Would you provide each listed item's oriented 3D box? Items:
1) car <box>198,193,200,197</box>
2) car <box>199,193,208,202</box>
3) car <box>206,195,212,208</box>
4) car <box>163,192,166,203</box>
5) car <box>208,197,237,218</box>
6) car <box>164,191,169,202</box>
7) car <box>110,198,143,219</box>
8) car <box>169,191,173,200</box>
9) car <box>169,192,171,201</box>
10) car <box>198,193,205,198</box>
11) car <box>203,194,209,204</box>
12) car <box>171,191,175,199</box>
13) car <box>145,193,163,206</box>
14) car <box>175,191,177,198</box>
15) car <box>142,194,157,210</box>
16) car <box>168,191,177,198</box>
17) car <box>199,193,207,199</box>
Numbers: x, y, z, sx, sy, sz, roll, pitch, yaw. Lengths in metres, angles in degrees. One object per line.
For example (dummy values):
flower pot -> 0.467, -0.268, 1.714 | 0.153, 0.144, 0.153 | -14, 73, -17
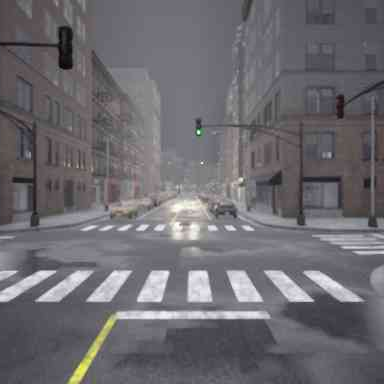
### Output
car -> 2.659, 1.115, 59.991 | 2.008, 1.369, 4.403 | 0, 0, 0
car -> 2.658, 1.154, 54.509 | 2.008, 1.369, 4.403 | 0, 0, 0
car -> 2.650, 1.306, 32.582 | 1.887, 1.381, 4.507 | 0, 0, 0
car -> -5.390, 1.083, 49.030 | 1.967, 1.590, 4.097 | 0, 0, 0
car -> 2.648, 1.352, 27.100 | 2.008, 1.369, 4.403 | 0, 0, 0
car -> -5.386, 1.043, 54.511 | 1.967, 1.590, 4.097 | 0, 0, 0
car -> -5.406, 1.327, 26.933 | 1.752, 1.417, 4.829 | 0, 0, 0
car -> -5.378, 1.090, 65.476 | 1.947, 1.339, 4.313 | 0, 0, 0
car -> -5.382, 1.115, 59.994 | 2.008, 1.369, 4.403 | 0, 0, 0
car -> 2.671, 0.912, 92.882 | 1.802, 1.307, 4.206 | 0, 0, 0
car -> 2.652, 1.273, 38.064 | 2.008, 1.369, 4.403 | 0, 0, 0
car -> -5.374, 0.800, 70.956 | 2.192, 1.841, 5.009 | 0, 0, 0
car -> -5.393, 0.997, 43.547 | 2.192, 1.841, 5.009 | 0, 0, 0
car -> -5.366, 0.989, 81.922 | 1.802, 1.307, 4.206 | 0, 0, 0
car -> -5.398, 1.248, 37.896 | 1.752, 1.417, 4.829 | 0, 0, 0
car -> -5.358, 0.645, 92.884 | 2.192, 1.841, 5.009 | 0, 0, 0
car -> 2.667, 0.952, 81.919 | 1.887, 1.381, 4.507 | 0, 0, 0
